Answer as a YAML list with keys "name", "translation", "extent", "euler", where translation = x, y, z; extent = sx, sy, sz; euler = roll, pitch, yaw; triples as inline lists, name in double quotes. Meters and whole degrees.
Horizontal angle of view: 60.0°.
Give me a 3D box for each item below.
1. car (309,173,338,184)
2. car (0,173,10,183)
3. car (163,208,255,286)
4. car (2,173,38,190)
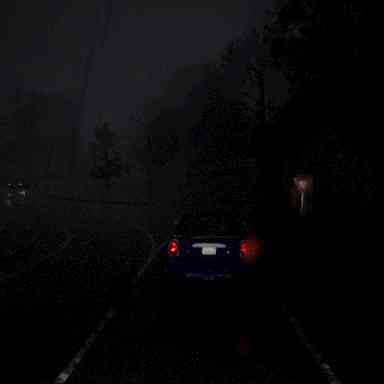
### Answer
- name: "car"
  translation: [18.594, -2.041, 47.512]
  extent: [1.882, 1.535, 5.008]
  euler: [-1, 6, -17]
- name: "car"
  translation: [-25.644, -1.800, 45.498]
  extent: [4.892, 1.490, 1.837]
  euler: [-3, 8, -24]
- name: "car"
  translation: [0.503, 1.228, 9.412]
  extent: [2.097, 1.767, 4.553]
  euler: [0, 2, 4]
- name: "car"
  translation: [-19.319, -1.109, 38.160]
  extent: [1.837, 1.490, 4.892]
  euler: [-2, 6, -4]
